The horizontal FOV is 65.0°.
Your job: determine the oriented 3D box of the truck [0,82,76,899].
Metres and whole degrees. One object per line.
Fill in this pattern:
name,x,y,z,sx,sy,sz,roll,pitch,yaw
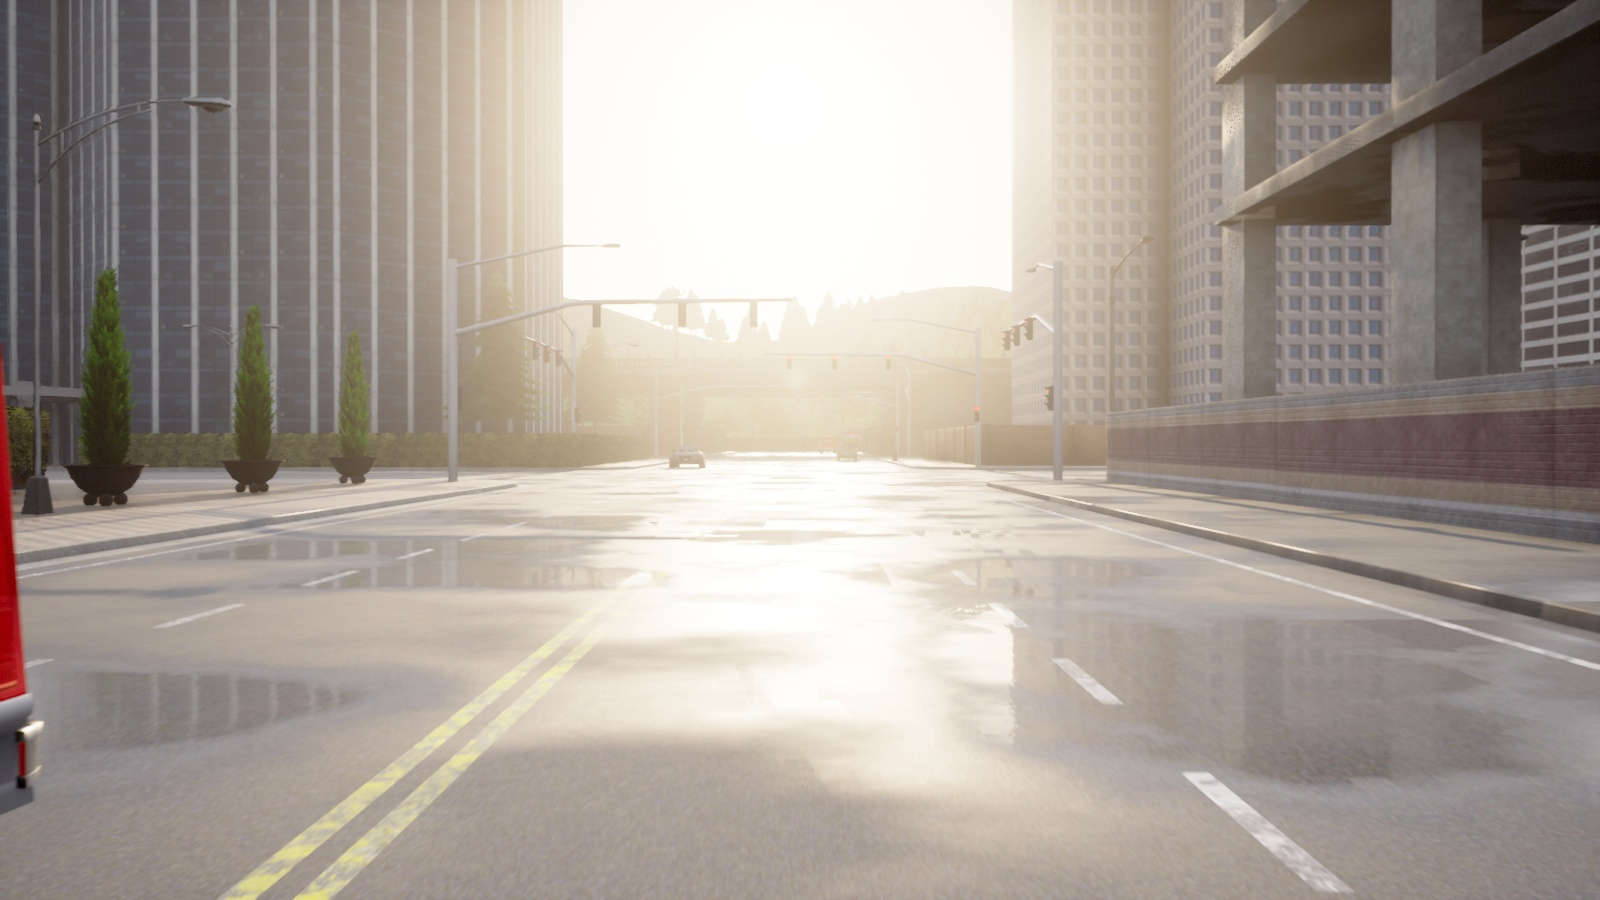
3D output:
truck,-3.482,0.251,1.147,2.627,2.467,5.204,0,0,0

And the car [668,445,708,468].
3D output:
car,-6.732,0.377,75.924,1.994,1.385,4.181,0,0,0
